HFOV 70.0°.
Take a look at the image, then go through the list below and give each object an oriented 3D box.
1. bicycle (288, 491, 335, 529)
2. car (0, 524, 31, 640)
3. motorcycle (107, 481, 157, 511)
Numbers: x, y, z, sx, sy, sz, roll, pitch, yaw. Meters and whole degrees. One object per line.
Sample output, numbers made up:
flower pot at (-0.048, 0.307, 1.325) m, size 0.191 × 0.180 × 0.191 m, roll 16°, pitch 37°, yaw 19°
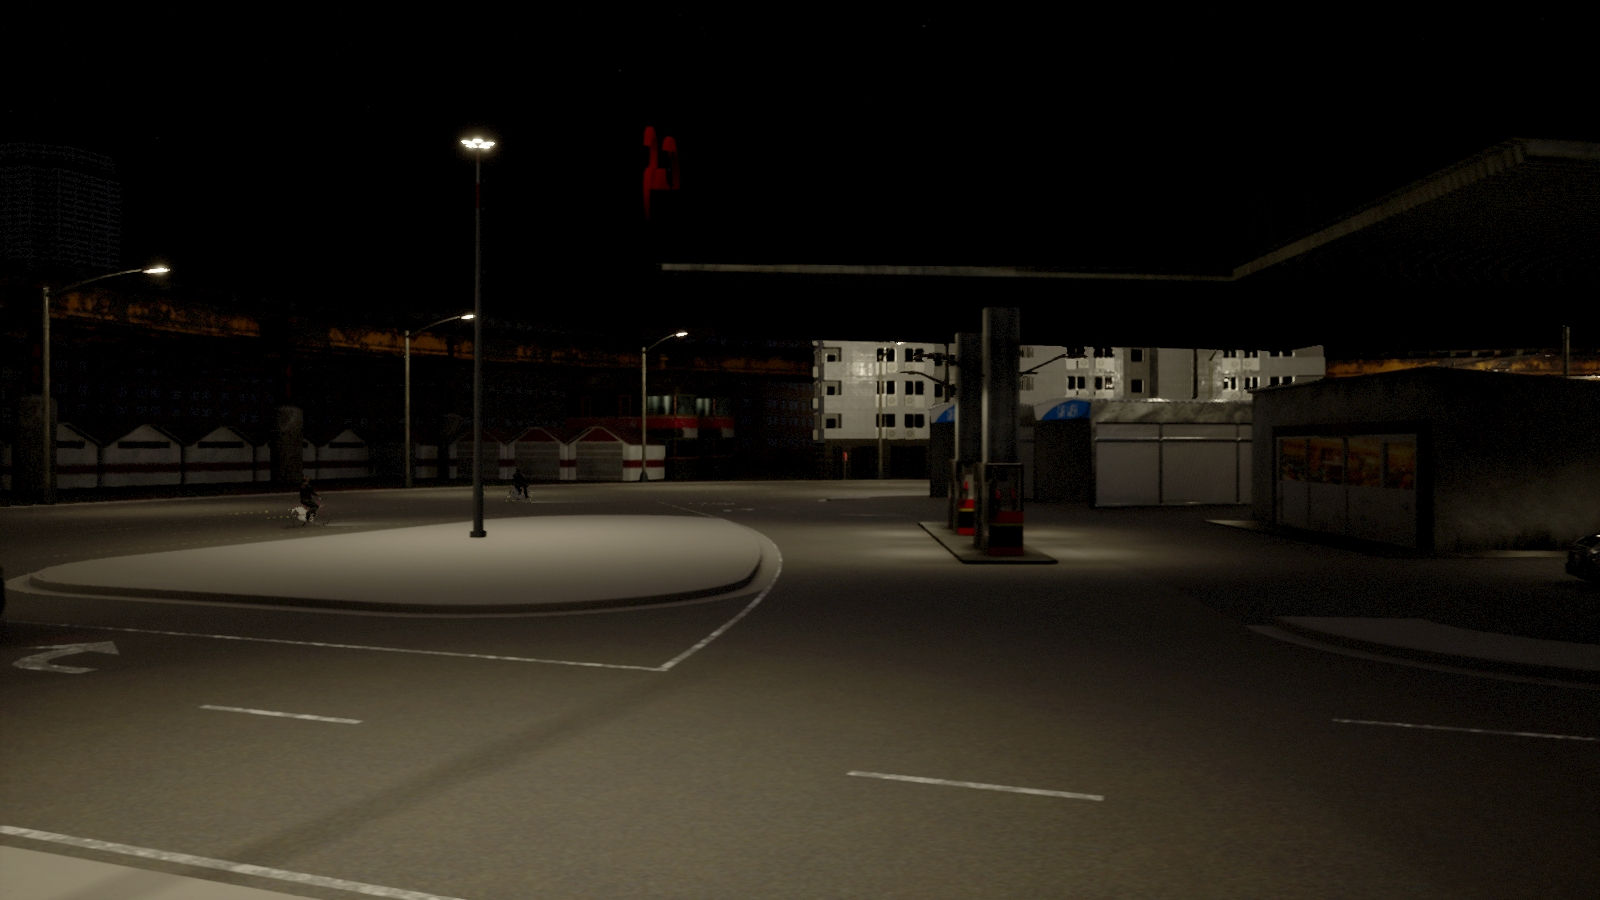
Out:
bicycle at (-16.949, 2.076, 39.696) m, size 0.329 × 1.196 × 1.835 m, roll 0°, pitch 0°, yaw 20°
car at (-14.235, 1.927, 16.867) m, size 5.238 × 1.638 × 2.097 m, roll 0°, pitch 0°, yaw 20°
motorcycle at (-29.720, 2.023, 50.866) m, size 0.856 × 1.236 × 1.805 m, roll 0°, pitch 0°, yaw 19°
